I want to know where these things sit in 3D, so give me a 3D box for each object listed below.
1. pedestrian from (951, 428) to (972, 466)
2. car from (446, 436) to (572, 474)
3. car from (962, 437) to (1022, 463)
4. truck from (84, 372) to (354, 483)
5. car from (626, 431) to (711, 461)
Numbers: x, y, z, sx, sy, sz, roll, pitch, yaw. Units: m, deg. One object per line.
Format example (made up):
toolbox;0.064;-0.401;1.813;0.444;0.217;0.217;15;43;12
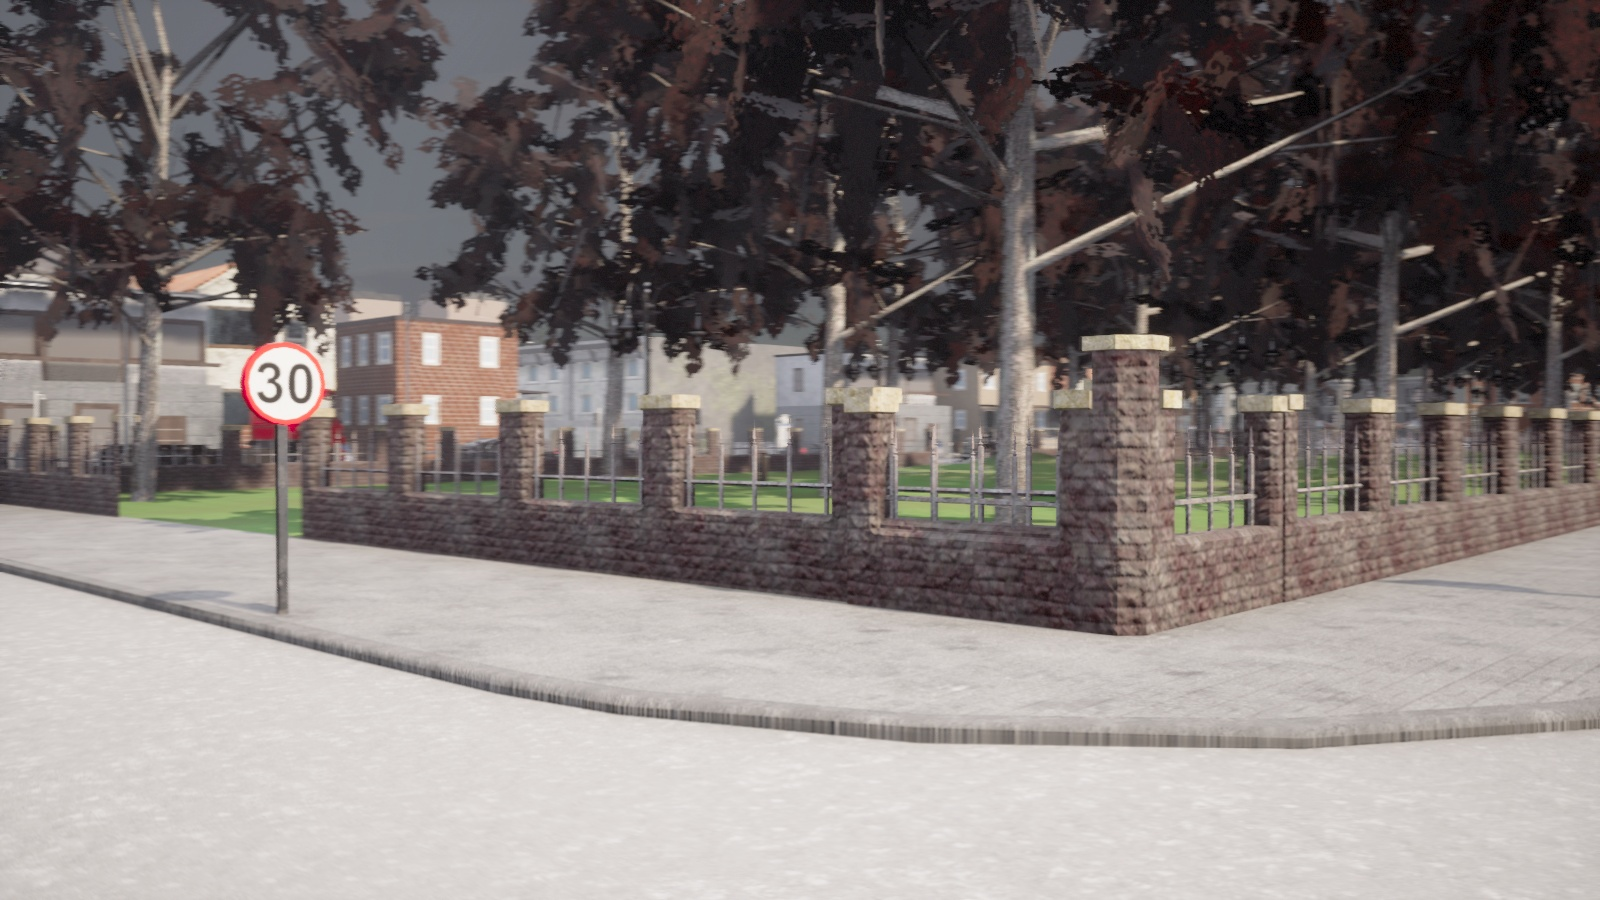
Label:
pedestrian;8.384;-0.173;65.062;0.659;1.952;0.873;1;1;44
car;-11.863;0.179;51.464;1.837;1.490;4.892;1;1;41
car;11.715;-0.017;76.326;1.789;1.549;3.705;1;1;44
truck;-19.695;-0.750;43.060;2.891;3.462;7.936;1;1;40
car;-7.666;-0.275;72.870;5.027;1.651;2.152;1;1;43
